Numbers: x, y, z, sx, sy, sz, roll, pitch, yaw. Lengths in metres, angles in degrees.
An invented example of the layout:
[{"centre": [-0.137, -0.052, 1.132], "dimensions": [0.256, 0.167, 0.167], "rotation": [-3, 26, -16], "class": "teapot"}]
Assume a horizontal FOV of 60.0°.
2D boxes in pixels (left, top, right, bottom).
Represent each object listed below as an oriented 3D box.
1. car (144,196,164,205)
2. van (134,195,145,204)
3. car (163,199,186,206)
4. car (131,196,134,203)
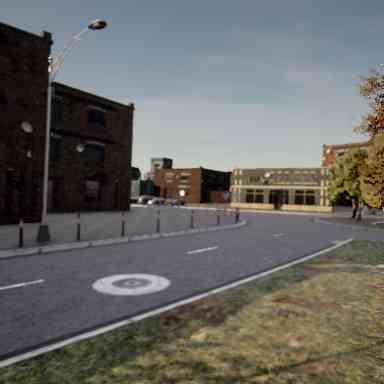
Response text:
[{"centre": [-7.498, 1.980, 71.872], "dimensions": [2.185, 1.767, 4.553], "rotation": [2, -1, 35], "class": "car"}, {"centre": [-9.966, 1.801, 73.410], "dimensions": [1.878, 1.987, 4.442], "rotation": [2, -1, 35], "class": "van"}, {"centre": [-3.075, 2.260, 68.721], "dimensions": [2.163, 1.488, 4.792], "rotation": [2, -1, 35], "class": "car"}, {"centre": [-14.349, 1.753, 76.630], "dimensions": [2.185, 1.767, 4.553], "rotation": [2, -1, 35], "class": "car"}]
